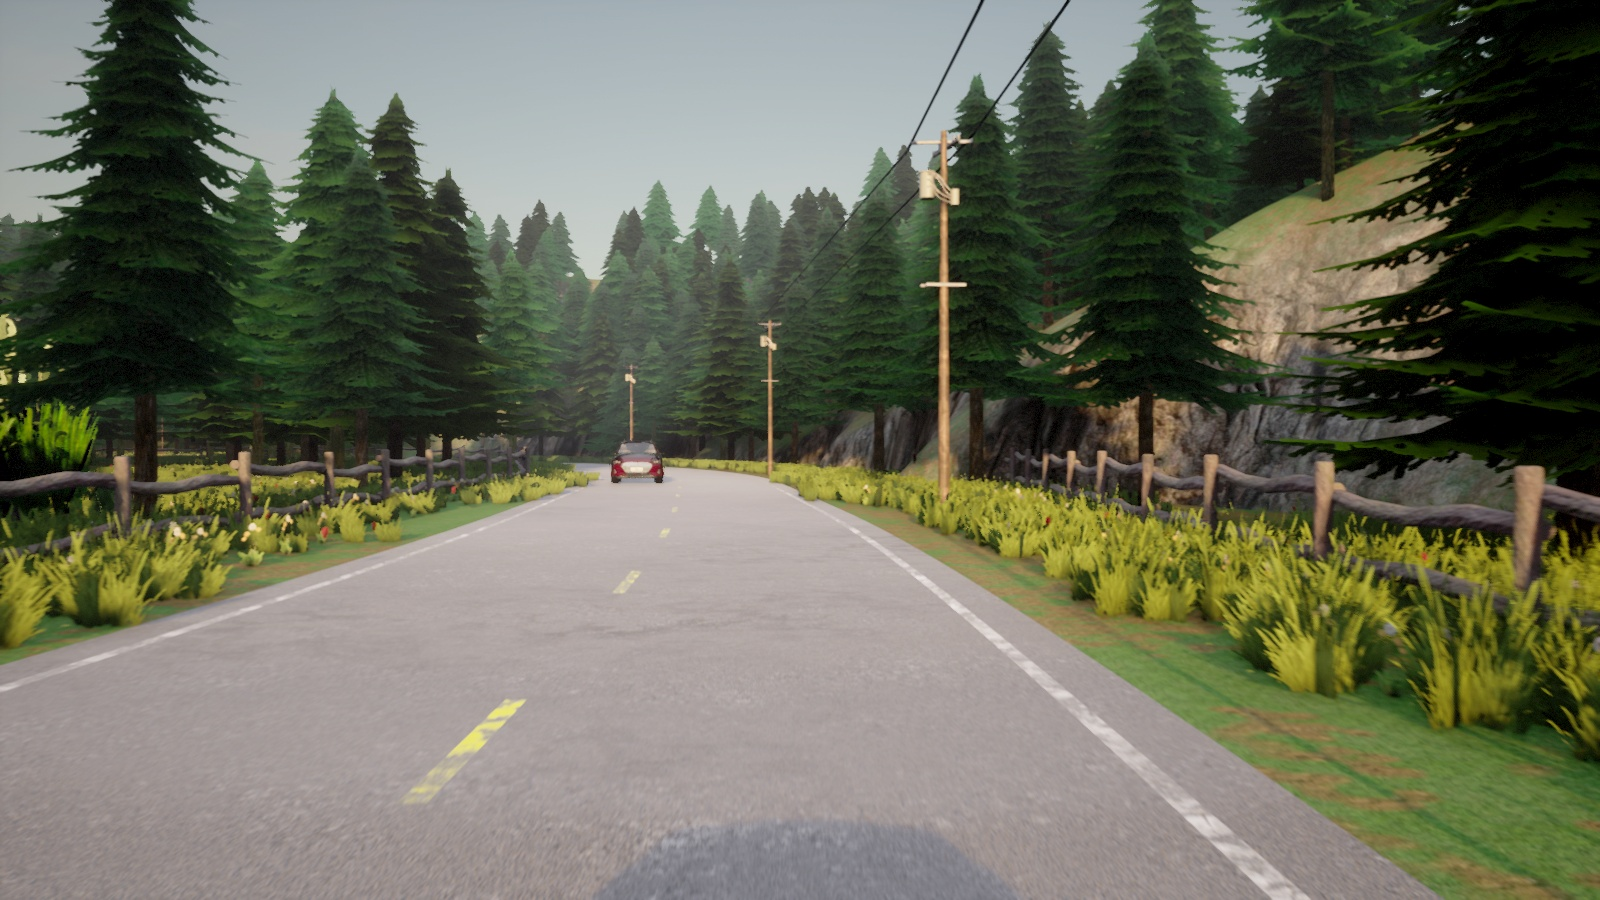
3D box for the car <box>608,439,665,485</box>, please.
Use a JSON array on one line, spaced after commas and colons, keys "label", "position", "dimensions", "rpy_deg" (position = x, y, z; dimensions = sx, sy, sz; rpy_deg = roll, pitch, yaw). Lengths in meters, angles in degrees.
[{"label": "car", "position": [-6.156, 0.404, 47.656], "dimensions": [2.033, 1.649, 4.856], "rpy_deg": [0, 0, -6]}]
